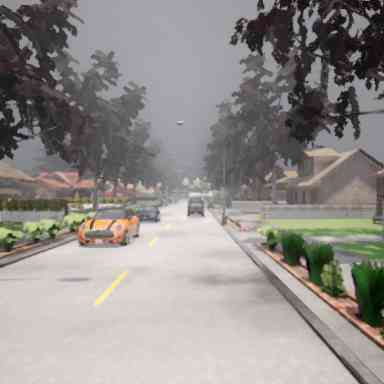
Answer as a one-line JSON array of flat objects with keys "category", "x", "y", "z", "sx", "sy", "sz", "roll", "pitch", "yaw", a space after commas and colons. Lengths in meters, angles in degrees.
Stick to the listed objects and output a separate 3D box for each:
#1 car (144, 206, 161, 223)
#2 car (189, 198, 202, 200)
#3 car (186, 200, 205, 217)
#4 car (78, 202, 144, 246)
[{"category": "car", "x": -3.793, "y": 1.925, "z": 28.950, "sx": 1.994, "sy": 1.385, "sz": 4.181, "roll": 0, "pitch": -1, "yaw": 1}, {"category": "car", "x": 0.500, "y": 1.811, "z": 47.031, "sx": 2.150, "sy": 2.045, "sz": 5.566, "roll": 0, "pitch": -1, "yaw": 1}, {"category": "car", "x": 0.426, "y": 1.968, "z": 36.863, "sx": 1.837, "sy": 1.490, "sz": 4.892, "roll": 0, "pitch": -1, "yaw": 1}, {"category": "car", "x": -3.921, "y": 1.556, "z": 16.378, "sx": 2.097, "sy": 1.767, "sz": 4.553, "roll": 0, "pitch": -1, "yaw": 1}]
